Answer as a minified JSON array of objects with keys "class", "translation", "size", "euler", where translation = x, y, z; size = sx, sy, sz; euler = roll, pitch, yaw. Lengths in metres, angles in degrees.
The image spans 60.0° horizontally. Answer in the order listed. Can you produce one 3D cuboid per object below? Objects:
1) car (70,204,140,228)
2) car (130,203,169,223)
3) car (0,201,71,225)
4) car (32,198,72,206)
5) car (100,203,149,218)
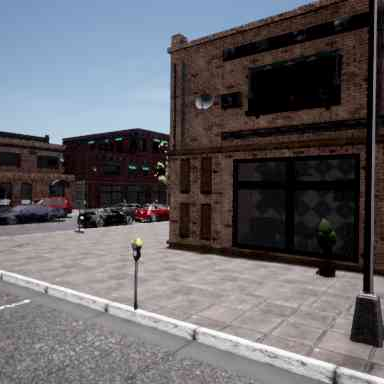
[{"class":"car","translation":[-6.212,1.797,24.172],"size":[1.947,1.339,4.313],"euler":[0,0,36]},{"class":"car","translation":[-2.930,1.724,28.647],"size":[1.967,1.590,4.097],"euler":[0,0,36]},{"class":"car","translation":[-12.464,1.662,25.474],"size":[2.033,1.411,5.357],"euler":[1,0,37]},{"class":"car","translation":[-12.967,1.415,29.127],"size":[2.192,1.841,5.009],"euler":[0,0,36]},{"class":"car","translation":[-6.657,1.809,33.354],"size":[1.895,1.301,4.718],"euler":[1,0,36]}]
